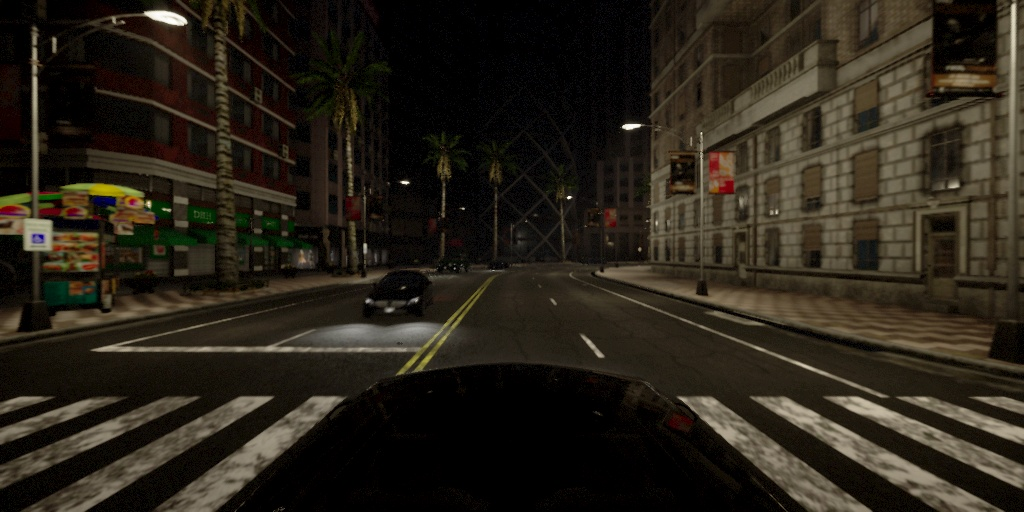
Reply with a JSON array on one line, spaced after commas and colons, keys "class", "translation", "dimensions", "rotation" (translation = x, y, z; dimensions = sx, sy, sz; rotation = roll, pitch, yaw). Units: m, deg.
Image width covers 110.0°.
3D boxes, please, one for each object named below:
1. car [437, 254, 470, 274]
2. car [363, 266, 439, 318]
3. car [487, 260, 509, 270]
[{"class": "car", "translation": [-6.112, 0.812, 38.116], "dimensions": [2.150, 2.045, 5.566], "rotation": [0, 0, 10]}, {"class": "car", "translation": [-3.871, 1.280, 12.894], "dimensions": [1.812, 1.442, 4.674], "rotation": [0, 1, -6]}, {"class": "car", "translation": [-1.782, 1.163, 46.344], "dimensions": [1.994, 1.385, 4.181], "rotation": [0, 1, 14]}]
